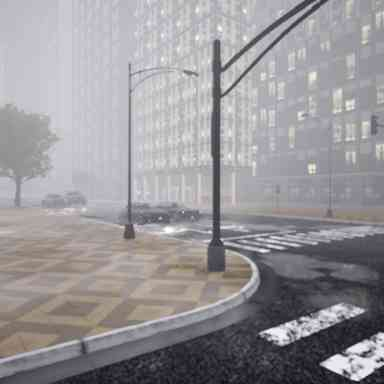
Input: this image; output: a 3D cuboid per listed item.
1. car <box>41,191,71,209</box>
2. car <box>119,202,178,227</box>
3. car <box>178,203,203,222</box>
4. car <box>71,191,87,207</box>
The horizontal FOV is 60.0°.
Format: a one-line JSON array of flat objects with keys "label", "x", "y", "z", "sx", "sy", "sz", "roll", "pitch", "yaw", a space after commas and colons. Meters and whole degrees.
[{"label": "car", "x": -16.306, "y": 0.988, "z": 39.325, "sx": 2.097, "sy": 1.767, "sz": 4.553, "roll": 0, "pitch": 0, "yaw": -36}, {"label": "car", "x": -3.085, "y": 1.385, "z": 21.523, "sx": 1.994, "sy": 1.385, "sz": 4.181, "roll": 0, "pitch": 0, "yaw": -37}, {"label": "car", "x": -1.282, "y": 1.420, "z": 24.542, "sx": 1.895, "sy": 1.301, "sz": 4.718, "roll": 0, "pitch": 0, "yaw": -37}, {"label": "car", "x": -15.707, "y": 0.839, "z": 43.994, "sx": 2.150, "sy": 2.045, "sz": 5.566, "roll": 0, "pitch": 0, "yaw": -36}]
